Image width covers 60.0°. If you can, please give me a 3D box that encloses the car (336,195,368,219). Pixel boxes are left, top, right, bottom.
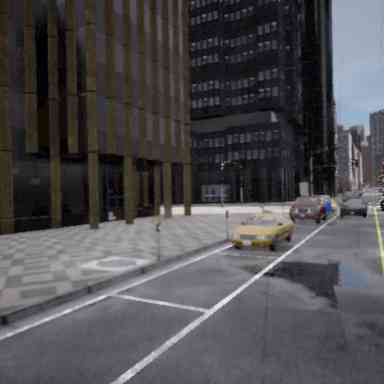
[{"bbox_3d":[13.309,1.280,27.363,1.882,1.535,5.008,-1,0,29],"label":"car"}]

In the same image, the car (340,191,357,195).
[{"bbox_3d":[29.080,0.908,62.347,2.192,1.841,5.009,-1,0,28],"label":"car"}]

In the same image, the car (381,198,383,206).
[{"bbox_3d":[15.784,1.236,25.318,1.882,1.535,5.008,-1,0,28],"label":"car"}]

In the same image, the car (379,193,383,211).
[{"bbox_3d":[20.659,1.179,34.515,2.128,1.511,4.902,-1,0,28],"label":"car"}]

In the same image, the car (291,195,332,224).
[{"bbox_3d":[8.414,1.196,23.941,2.192,1.841,5.009,-1,0,28],"label":"car"}]

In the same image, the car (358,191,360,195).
[{"bbox_3d":[39.779,1.031,82.225,1.947,1.339,4.313,-1,0,28],"label":"car"}]

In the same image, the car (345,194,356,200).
[{"bbox_3d":[34.432,1.091,72.285,1.947,1.339,4.313,-1,0,28],"label":"car"}]

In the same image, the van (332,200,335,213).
[{"bbox_3d":[11.033,1.183,28.806,1.690,1.788,3.998,-1,0,28],"label":"van"}]

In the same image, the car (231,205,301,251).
[{"bbox_3d":[3.101,1.487,14.061,1.752,1.417,4.829,-1,0,28],"label":"car"}]
